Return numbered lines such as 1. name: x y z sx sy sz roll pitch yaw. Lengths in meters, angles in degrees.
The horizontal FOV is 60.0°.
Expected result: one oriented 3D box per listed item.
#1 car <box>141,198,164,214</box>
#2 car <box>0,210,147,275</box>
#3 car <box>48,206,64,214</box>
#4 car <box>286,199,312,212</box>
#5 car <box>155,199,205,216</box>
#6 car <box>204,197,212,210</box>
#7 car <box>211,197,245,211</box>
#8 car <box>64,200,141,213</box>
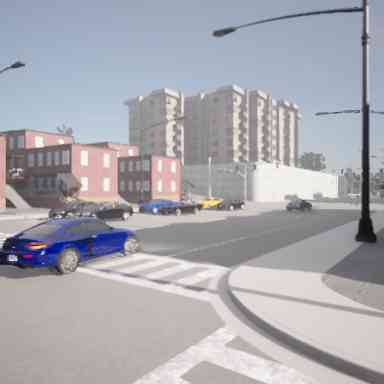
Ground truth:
1. car: -3.510 1.440 35.036 1.882 1.535 5.008 0 0 35
2. car: -3.586 1.511 10.540 1.812 1.442 4.674 -1 0 25
3. car: -9.214 1.468 27.049 1.837 1.490 4.892 0 0 35
4. car: 12.609 1.527 39.167 2.033 1.411 5.357 0 0 33
5. car: -1.104 1.567 32.379 1.895 1.301 4.718 0 0 36
6. car: 2.274 1.440 43.106 1.882 1.535 5.008 0 0 36
7. car: 4.738 1.473 40.540 1.837 1.490 4.892 0 0 36
8. car: -6.532 1.460 24.770 2.128 1.511 4.902 0 0 36
